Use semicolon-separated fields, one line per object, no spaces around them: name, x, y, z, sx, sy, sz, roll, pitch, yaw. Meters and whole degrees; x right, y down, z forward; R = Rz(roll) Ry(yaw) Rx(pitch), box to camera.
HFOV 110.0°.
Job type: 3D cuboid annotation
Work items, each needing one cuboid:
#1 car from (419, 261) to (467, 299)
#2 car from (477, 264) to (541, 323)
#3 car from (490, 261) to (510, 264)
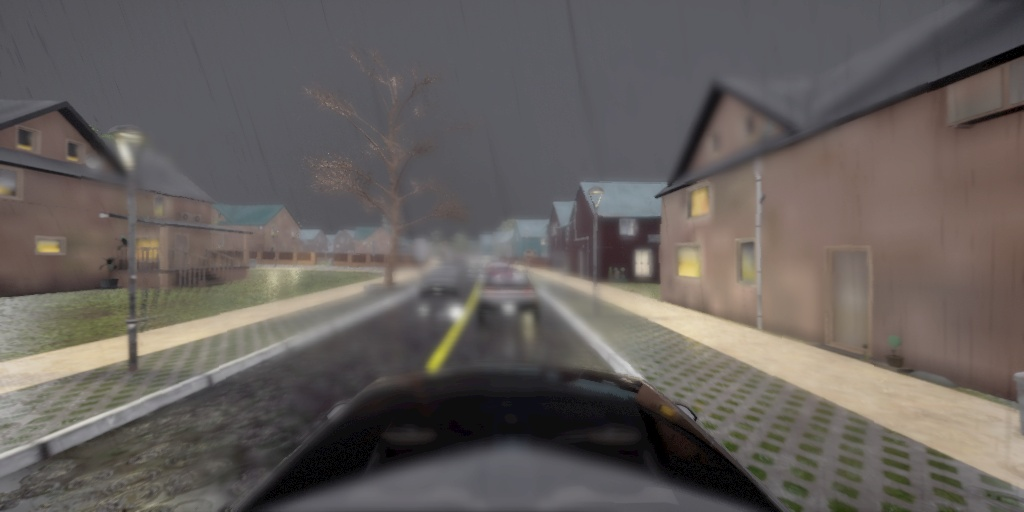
car;-3.285;1.180;17.689;1.837;1.490;4.892;0;0;-3
car;-0.135;1.190;11.947;2.128;1.511;4.902;0;0;-2
car;-0.859;1.114;25.781;1.882;1.535;5.008;0;0;-4
